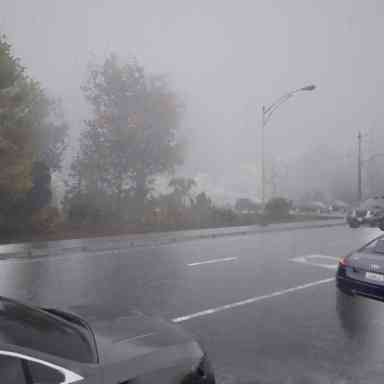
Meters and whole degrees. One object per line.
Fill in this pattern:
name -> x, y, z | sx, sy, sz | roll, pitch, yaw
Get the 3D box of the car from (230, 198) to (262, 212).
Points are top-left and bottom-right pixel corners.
car -> 8.235, 1.831, 45.953 | 2.150, 2.045, 5.566 | 0, -3, -32

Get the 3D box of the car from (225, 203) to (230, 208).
car -> 6.445, 2.564, 55.367 | 2.128, 1.511, 4.902 | 0, -3, -32

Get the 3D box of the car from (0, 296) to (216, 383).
car -> -2.033, 1.505, 2.297 | 4.892, 1.490, 1.837 | 0, 0, -36

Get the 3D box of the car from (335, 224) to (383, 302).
car -> 5.112, 1.574, 7.402 | 4.181, 1.385, 1.994 | 0, 0, -34

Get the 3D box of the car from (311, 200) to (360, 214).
car -> 16.713, 1.741, 39.052 | 2.128, 1.511, 4.902 | 0, -2, -34

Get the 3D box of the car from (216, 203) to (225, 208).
car -> 2.792, 2.480, 54.602 | 2.097, 1.767, 4.553 | 0, -3, -32

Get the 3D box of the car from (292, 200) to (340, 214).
car -> 13.534, 1.741, 37.550 | 2.128, 1.511, 4.902 | 0, -2, -32

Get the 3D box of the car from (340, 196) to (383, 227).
car -> 12.130, 1.273, 20.928 | 5.566, 2.045, 2.150 | 0, 0, -33
